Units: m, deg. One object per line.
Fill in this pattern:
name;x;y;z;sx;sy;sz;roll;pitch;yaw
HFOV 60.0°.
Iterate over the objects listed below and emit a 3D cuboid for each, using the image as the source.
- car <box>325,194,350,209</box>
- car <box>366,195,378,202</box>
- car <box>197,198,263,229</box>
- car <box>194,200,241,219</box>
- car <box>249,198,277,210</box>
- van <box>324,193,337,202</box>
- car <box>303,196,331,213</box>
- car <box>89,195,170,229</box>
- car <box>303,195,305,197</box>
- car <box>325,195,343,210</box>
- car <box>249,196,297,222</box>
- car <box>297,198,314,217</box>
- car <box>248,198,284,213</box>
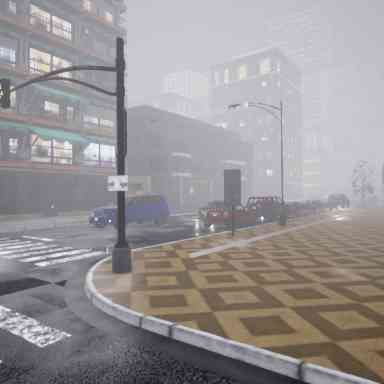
car;19.074;1.167;43.267;2.192;1.841;5.009;-1;0;36
car;35.670;1.334;65.776;1.887;1.381;4.507;-1;0;36
car;2.481;1.353;20.757;1.967;1.590;4.097;-1;0;36
car;2.367;1.470;29.723;1.837;1.490;4.892;-1;0;37
car;9.314;1.489;43.303;1.752;1.417;4.829;-1;0;36
van;29.326;1.229;70.452;1.690;1.788;3.998;-1;0;36
car;12.438;1.421;34.262;1.887;1.381;4.507;-1;0;36
car;-3.812;1.209;21.311;2.150;2.045;5.566;-1;0;38
car;22.589;1.439;61.311;1.752;1.417;4.829;-1;0;36
car;15.757;1.415;38.764;2.008;1.369;4.403;-1;0;36
car;5.798;1.216;25.259;2.192;1.841;5.009;-1;0;36
car;9.120;1.471;29.760;1.802;1.307;4.206;-1;0;36
car;8.593;1.490;38.156;2.033;1.411;5.357;-1;0;37
